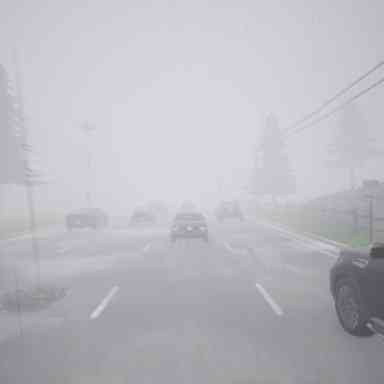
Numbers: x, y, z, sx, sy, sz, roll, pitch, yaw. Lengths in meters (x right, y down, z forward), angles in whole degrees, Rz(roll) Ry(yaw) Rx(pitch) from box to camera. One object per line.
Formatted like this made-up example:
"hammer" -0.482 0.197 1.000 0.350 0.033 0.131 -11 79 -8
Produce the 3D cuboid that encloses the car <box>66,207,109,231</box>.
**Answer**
"car" -7.234 1.788 23.428 1.882 1.535 5.008 -1 0 -1

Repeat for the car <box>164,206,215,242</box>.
"car" -0.146 1.713 17.314 2.033 1.411 5.357 -1 -1 -1

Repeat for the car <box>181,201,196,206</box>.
"car" -0.538 1.913 45.601 1.882 1.535 5.008 -1 -1 -1

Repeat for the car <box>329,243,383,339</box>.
"car" 3.538 1.213 3.560 2.150 2.045 5.566 -1 0 -1

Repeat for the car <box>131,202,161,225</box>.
"car" -3.804 1.826 26.849 1.812 1.442 4.674 -1 -1 -2

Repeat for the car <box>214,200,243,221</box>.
"car" 3.179 1.591 29.650 2.097 1.767 4.553 -1 -1 -1

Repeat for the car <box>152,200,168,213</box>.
"car" -3.962 1.772 39.523 2.097 1.767 4.553 -1 -1 -1
